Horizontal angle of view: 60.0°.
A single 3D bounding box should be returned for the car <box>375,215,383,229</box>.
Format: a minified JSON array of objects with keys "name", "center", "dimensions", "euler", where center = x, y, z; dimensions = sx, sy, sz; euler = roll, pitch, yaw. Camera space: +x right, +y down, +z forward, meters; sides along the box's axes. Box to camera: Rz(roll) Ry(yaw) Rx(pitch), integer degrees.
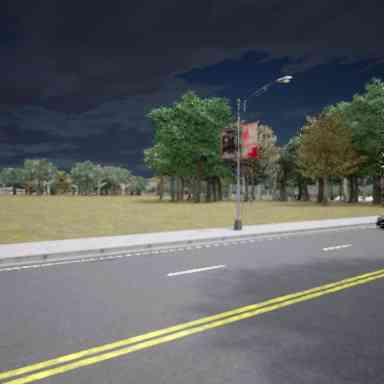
[{"name":"car","center":[14.175,1.662,21.776],"dimensions":[5.357,1.411,2.033],"euler":[0,0,-35]}]
